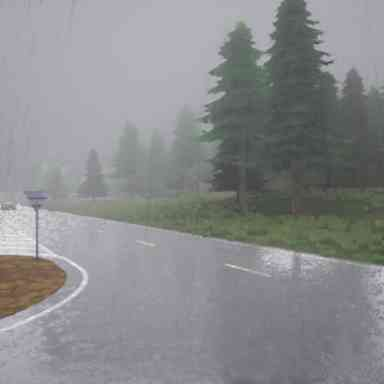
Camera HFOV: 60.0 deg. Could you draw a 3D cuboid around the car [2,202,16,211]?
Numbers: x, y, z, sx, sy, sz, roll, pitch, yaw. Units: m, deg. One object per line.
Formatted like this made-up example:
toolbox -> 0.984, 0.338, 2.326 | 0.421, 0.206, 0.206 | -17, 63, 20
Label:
car -> -32.205, 2.489, 58.490 | 1.812, 1.442, 4.674 | 0, -1, -33
